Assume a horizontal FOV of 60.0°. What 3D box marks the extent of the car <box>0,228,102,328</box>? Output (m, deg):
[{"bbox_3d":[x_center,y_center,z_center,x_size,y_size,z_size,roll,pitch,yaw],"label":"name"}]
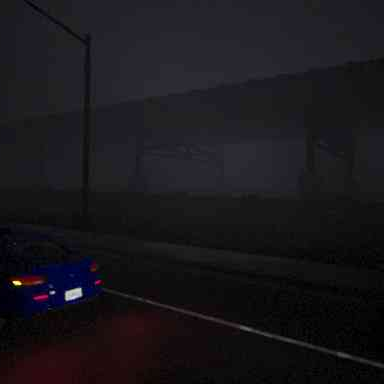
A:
[{"bbox_3d":[-3.760,1.452,6.679,4.674,1.442,1.812,0,0,36],"label":"car"}]
